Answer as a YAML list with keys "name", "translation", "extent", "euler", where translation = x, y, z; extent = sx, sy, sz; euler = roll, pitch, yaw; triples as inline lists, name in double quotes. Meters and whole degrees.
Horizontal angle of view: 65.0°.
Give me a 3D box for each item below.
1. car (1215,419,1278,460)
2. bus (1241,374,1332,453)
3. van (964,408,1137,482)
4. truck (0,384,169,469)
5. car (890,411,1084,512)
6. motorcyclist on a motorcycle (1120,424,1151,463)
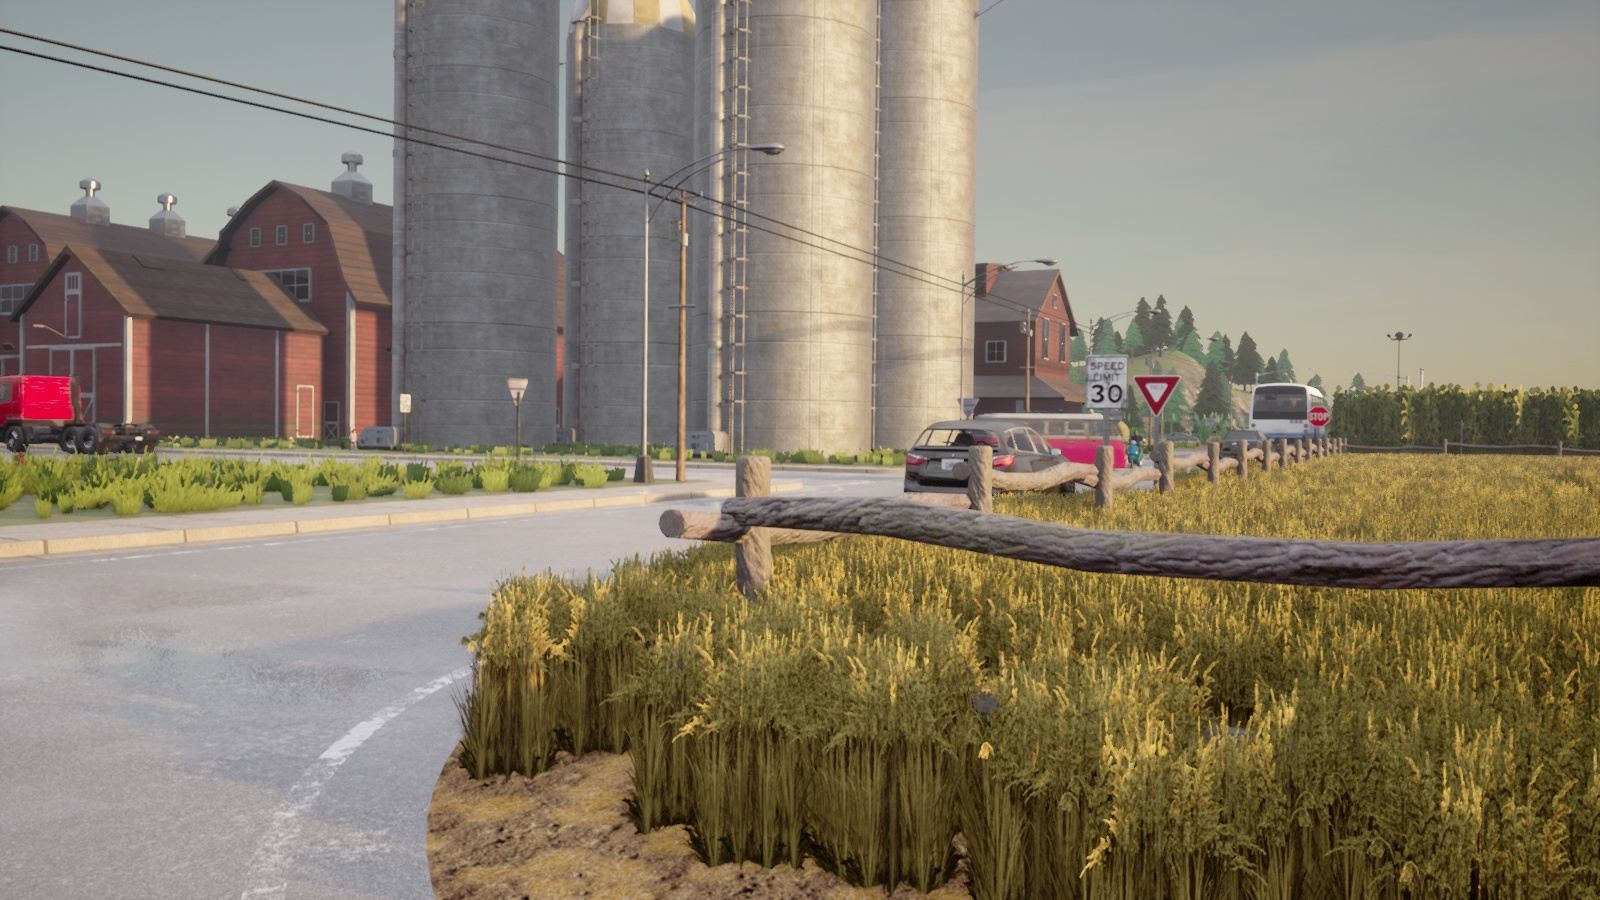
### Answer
- name: "car"
  translation: [19.896, -0.494, 55.867]
  extent: [2.097, 1.767, 4.553]
  euler: [0, 1, 27]
- name: "bus"
  translation: [28.287, -2.068, 72.610]
  extent: [3.944, 4.253, 10.273]
  euler: [0, 1, 27]
- name: "van"
  translation: [7.021, -0.168, 35.377]
  extent: [4.442, 1.987, 1.775]
  euler: [-1, 1, -11]
- name: "truck"
  translation: [-31.508, -1.001, 54.708]
  extent: [7.936, 3.462, 2.891]
  euler: [0, 1, 26]
- name: "car"
  translation: [3.597, 0.152, 23.328]
  extent: [2.242, 1.667, 4.611]
  euler: [0, 1, 27]
- name: "motorcyclist on a motorcycle"
  translation: [13.681, -0.280, 51.192]
  extent: [0.866, 1.590, 1.817]
  euler: [0, 1, 28]
